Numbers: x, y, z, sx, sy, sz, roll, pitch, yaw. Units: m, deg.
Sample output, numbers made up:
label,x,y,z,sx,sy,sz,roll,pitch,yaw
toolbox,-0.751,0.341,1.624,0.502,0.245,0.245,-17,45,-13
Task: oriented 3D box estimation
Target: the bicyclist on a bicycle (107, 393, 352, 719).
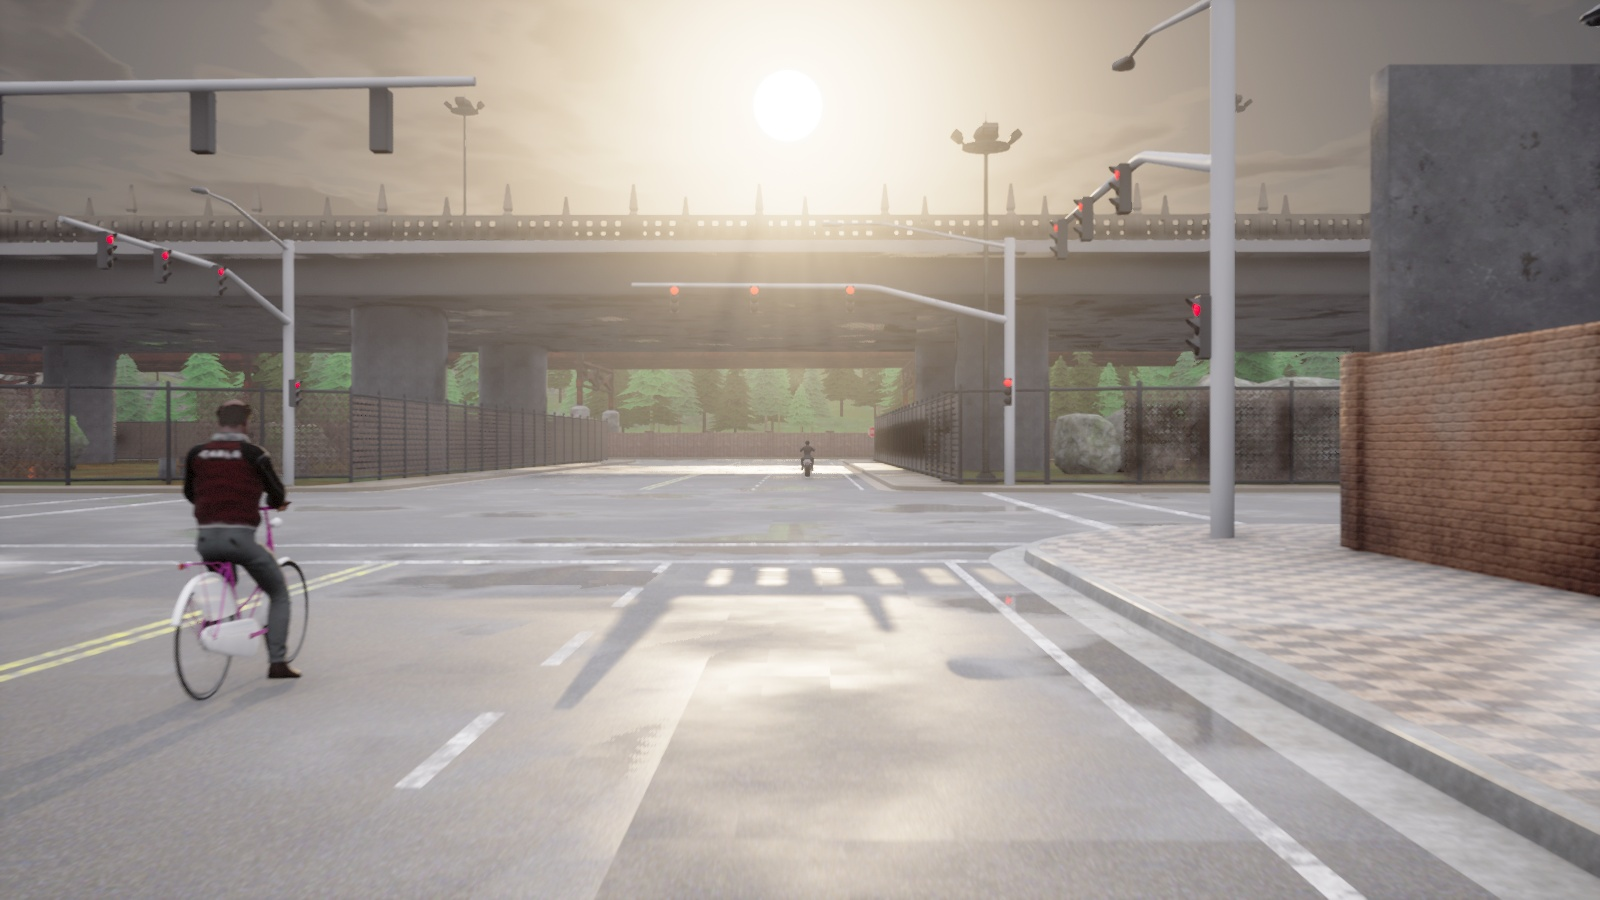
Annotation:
label,x,y,z,sx,sy,sz,roll,pitch,yaw
bicyclist on a bicycle,-3.440,0.570,7.772,0.659,1.776,1.843,0,1,0
